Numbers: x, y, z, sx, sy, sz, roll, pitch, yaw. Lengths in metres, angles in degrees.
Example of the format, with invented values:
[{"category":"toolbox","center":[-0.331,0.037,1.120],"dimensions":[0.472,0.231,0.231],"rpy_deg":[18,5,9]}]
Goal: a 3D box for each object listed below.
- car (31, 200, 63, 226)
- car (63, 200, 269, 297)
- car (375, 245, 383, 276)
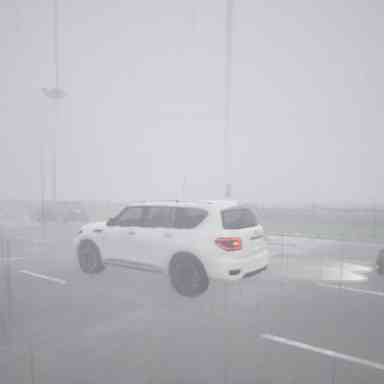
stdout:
[{"category":"car","center":[-9.423,1.351,23.604],"dimensions":[4.553,1.767,2.097],"rpy_deg":[0,0,35]},{"category":"car","center":[-0.766,1.221,8.838],"dimensions":[5.566,2.045,2.150],"rpy_deg":[0,0,35]},{"category":"car","center":[6.695,1.565,7.817],"dimensions":[4.181,1.385,1.994],"rpy_deg":[0,0,35]}]
